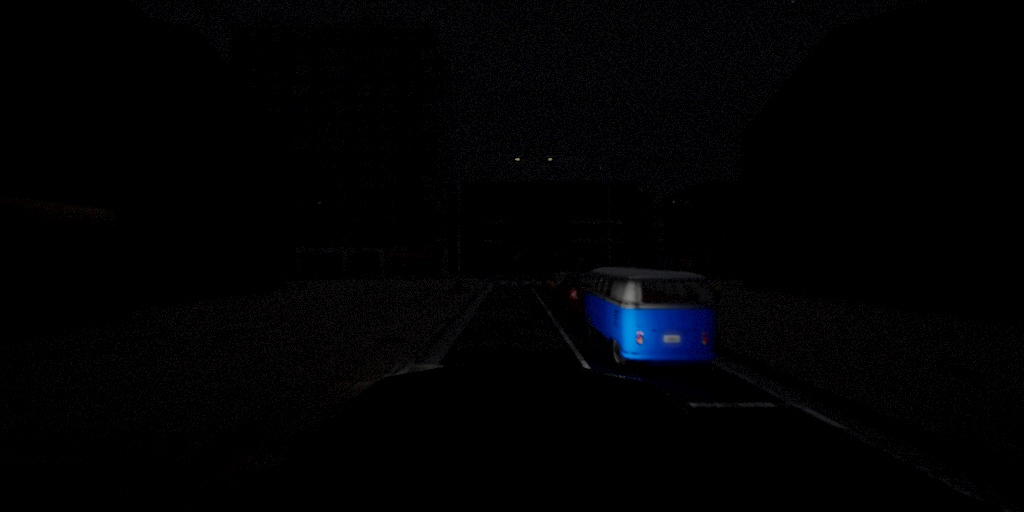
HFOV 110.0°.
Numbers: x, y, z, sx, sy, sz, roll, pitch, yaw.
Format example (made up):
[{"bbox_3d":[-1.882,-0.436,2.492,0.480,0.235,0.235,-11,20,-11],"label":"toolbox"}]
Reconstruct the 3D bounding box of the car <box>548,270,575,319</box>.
[{"bbox_3d":[2.639,1.295,13.196,1.967,1.591,4.097,0,0,0],"label":"car"}]

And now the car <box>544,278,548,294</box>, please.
[{"bbox_3d":[2.640,1.433,18.804,1.751,1.417,4.829,0,0,0],"label":"car"}]

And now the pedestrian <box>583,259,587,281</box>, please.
[{"bbox_3d":[6.013,1.147,29.737,0.375,1.860,0.375,0,-1,0],"label":"pedestrian"}]

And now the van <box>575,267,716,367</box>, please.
[{"bbox_3d":[2.638,1.146,7.759,1.690,1.789,3.998,0,0,0],"label":"van"}]

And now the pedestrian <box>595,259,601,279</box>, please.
[{"bbox_3d":[6.962,1.145,28.537,0.375,1.860,0.375,0,-1,0],"label":"pedestrian"}]
